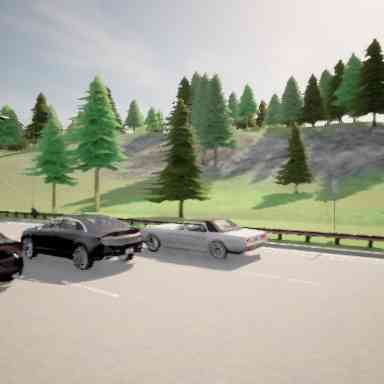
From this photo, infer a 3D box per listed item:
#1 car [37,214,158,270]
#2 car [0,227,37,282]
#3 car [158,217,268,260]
[{"bbox_3d":[-3.768,1.478,10.981,4.902,1.511,2.128,0,0,36],"label":"car"},{"bbox_3d":[-6.275,1.464,8.470,5.008,1.535,1.882,0,0,36],"label":"car"},{"bbox_3d":[0.261,1.591,12.405,4.718,1.301,1.895,0,0,36],"label":"car"}]
